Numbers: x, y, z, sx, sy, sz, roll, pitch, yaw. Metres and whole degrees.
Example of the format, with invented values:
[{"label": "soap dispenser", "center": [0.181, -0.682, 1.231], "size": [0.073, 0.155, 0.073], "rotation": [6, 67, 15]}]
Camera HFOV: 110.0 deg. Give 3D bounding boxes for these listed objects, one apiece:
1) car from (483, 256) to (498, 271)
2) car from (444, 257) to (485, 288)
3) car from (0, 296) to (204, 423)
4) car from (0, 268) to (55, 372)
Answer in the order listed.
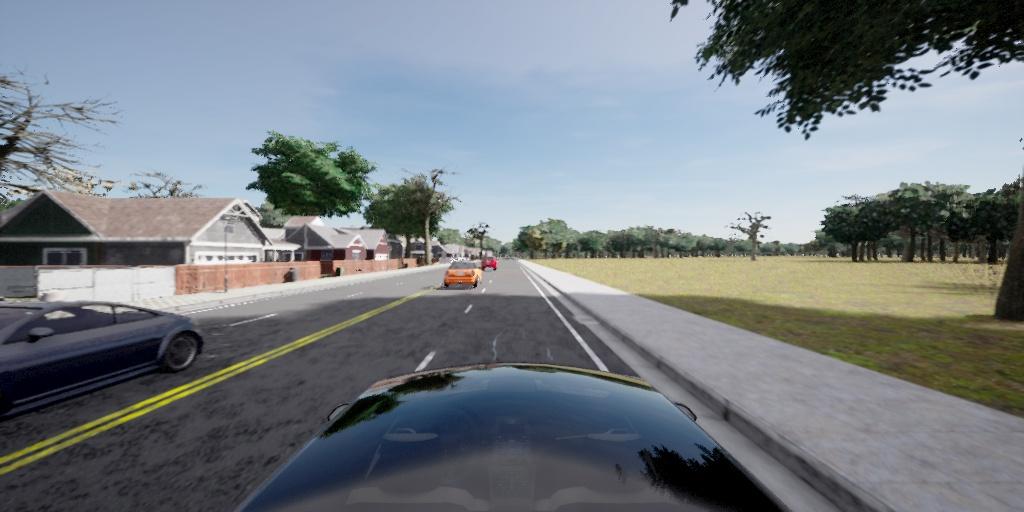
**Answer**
[{"label": "car", "center": [-3.238, 1.009, 51.388], "size": [2.150, 2.045, 5.566], "rotation": [0, 0, 0]}, {"label": "car", "center": [-3.188, 1.115, 24.159], "size": [2.097, 1.767, 4.553], "rotation": [0, 0, 0]}, {"label": "car", "center": [-6.601, 1.325, 4.772], "size": [1.994, 1.385, 4.181], "rotation": [0, 0, 0]}, {"label": "car", "center": [-9.851, 1.118, 4.626], "size": [2.097, 1.767, 4.553], "rotation": [0, 0, 0]}]
